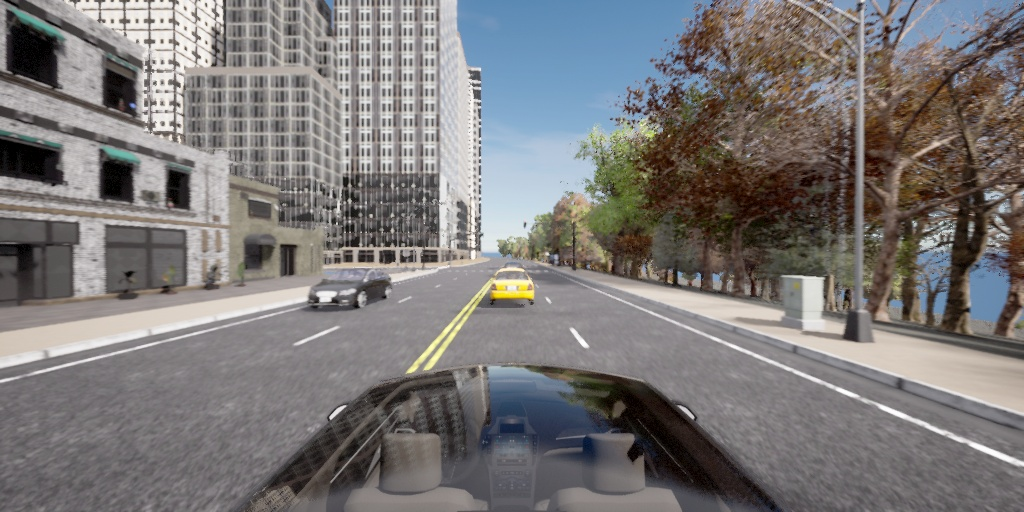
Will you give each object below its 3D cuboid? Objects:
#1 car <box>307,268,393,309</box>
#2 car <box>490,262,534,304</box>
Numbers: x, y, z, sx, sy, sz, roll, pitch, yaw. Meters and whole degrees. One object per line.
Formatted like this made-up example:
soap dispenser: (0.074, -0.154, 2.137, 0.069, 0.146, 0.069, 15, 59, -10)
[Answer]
car: (-6.494, 1.253, 14.932, 2.128, 1.511, 4.902, 0, 0, 0)
car: (0.005, 1.195, 16.316, 1.801, 1.575, 5.366, 0, 0, 0)
